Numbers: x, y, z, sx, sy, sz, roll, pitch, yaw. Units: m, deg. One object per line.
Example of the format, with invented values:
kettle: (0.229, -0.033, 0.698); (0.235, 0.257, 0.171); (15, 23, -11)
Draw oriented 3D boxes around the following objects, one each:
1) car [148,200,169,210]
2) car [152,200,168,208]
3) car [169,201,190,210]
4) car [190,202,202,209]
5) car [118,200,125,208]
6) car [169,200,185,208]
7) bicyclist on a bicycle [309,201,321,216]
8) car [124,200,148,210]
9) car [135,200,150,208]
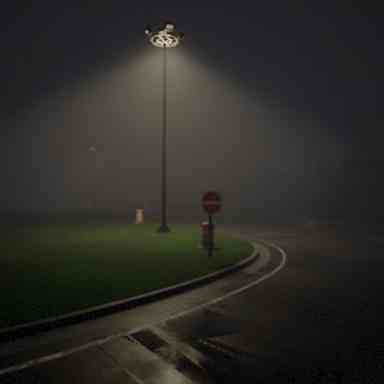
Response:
car: (-5.933, 2.305, 55.576); (1.895, 1.301, 4.718); (0, -1, -21)
car: (-6.425, 2.345, 66.204); (1.837, 1.490, 4.892); (0, -1, -22)
car: (-2.707, 2.276, 56.938); (2.033, 1.411, 5.357); (0, -1, -21)
car: (0.568, 2.352, 58.170); (1.895, 1.301, 4.718); (0, -1, -21)
car: (-12.935, 2.297, 63.632); (1.837, 1.490, 4.892); (0, -1, -22)
car: (-3.171, 2.430, 67.490); (1.994, 1.385, 4.181); (0, -1, -22)
bicyclist on a bicycle: (13.488, 1.800, 36.409); (1.656, 1.620, 0.582); (0, -1, -22)
car: (-9.217, 2.229, 54.366); (2.033, 1.411, 5.357); (0, -1, -21)
car: (-9.680, 2.293, 64.918); (1.882, 1.535, 5.008); (0, -1, -22)
